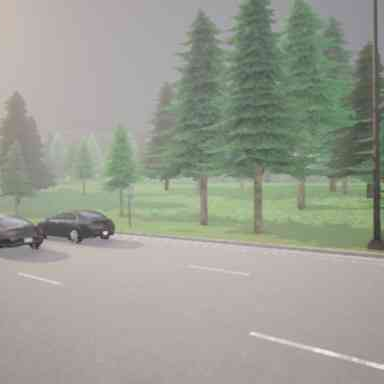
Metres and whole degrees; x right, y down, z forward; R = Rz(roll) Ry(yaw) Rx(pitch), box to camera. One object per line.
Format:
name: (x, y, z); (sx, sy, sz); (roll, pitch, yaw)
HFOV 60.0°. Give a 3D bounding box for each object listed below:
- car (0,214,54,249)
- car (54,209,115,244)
car: (-8.053, 1.664, 13.914); (4.674, 1.442, 1.812); (0, 0, 36)
car: (-5.961, 1.645, 16.720); (4.892, 1.490, 1.837); (0, 0, 36)
